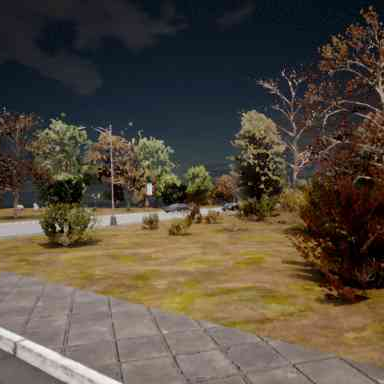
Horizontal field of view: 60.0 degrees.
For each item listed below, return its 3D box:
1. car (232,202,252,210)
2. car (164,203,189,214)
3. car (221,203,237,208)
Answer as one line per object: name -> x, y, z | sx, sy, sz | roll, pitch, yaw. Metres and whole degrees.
car -> 9.414, 2.577, 62.496 | 1.895, 1.301, 4.718 | -3, -2, 33
car -> -2.334, 2.510, 50.715 | 1.837, 1.490, 4.892 | -3, -3, 32
car -> 6.300, 2.313, 51.018 | 1.895, 1.301, 4.718 | -3, -2, 32
